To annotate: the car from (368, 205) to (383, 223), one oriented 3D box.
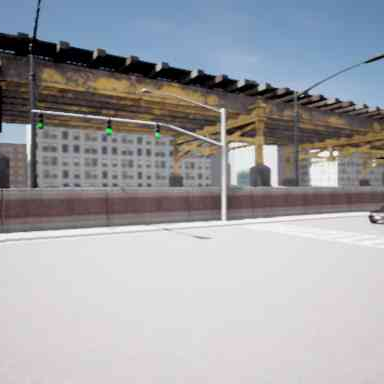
[{"bbox_3d":[13.743,1.324,22.050,4.674,1.442,1.812,-1,0,-28],"label":"car"}]
